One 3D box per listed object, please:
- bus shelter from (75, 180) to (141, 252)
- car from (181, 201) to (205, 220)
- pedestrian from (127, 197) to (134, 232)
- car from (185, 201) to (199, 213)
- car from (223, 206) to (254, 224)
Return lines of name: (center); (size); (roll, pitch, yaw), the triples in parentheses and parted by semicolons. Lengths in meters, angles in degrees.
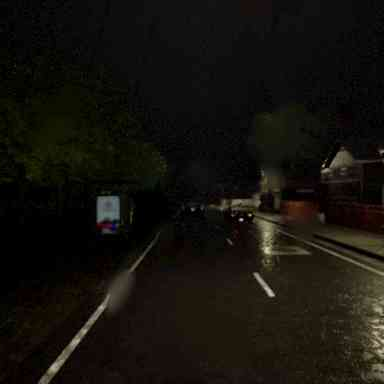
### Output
bus shelter: (-3.512, 0.918, 14.650); (1.920, 2.740, 3.880); (0, 0, 0)
car: (0.062, 1.583, 30.906); (2.097, 1.767, 4.553); (0, -1, 0)
pedestrian: (-3.203, 1.107, 17.141); (0.375, 1.860, 0.375); (0, 0, 10)
car: (0.047, 1.965, 44.494); (1.812, 1.442, 4.674); (0, -1, 0)
car: (3.596, 1.768, 26.493); (1.895, 1.301, 4.718); (0, -1, 0)
